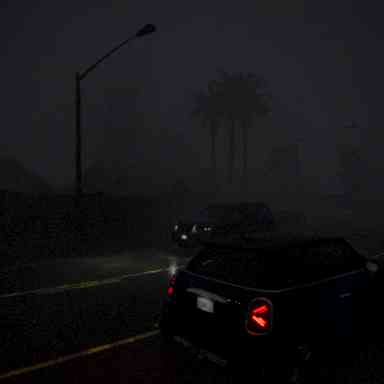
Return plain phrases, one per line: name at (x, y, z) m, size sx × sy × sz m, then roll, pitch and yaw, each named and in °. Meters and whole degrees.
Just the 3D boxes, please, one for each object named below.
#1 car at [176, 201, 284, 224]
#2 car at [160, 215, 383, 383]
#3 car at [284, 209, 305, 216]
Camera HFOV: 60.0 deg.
car at (1.652, 1.459, 15.073) m, size 5.566 × 2.045 × 2.150 m, roll 1°, pitch -1°, yaw -45°
car at (1.783, 1.434, 5.471) m, size 4.553 × 1.767 × 2.097 m, roll 1°, pitch -1°, yaw -40°
car at (6.790, 1.965, 25.229) m, size 2.033 × 1.411 × 5.357 m, roll -1°, pitch -1°, yaw 45°
